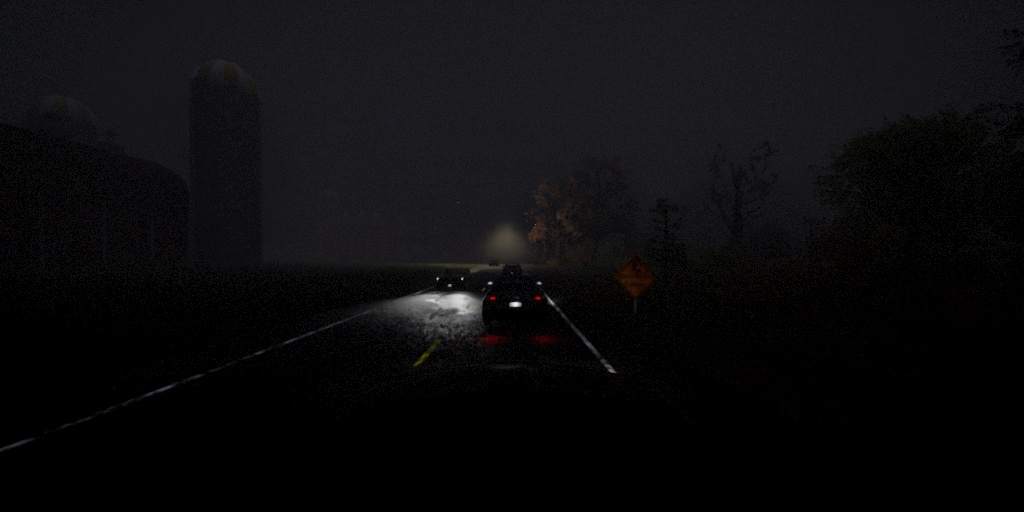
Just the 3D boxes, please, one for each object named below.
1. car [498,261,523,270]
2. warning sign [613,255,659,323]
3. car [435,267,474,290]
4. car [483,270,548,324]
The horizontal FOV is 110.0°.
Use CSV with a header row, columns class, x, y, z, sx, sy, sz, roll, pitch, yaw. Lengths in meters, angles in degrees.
class,x,y,z,sx,sy,sz,roll,pitch,yaw
car,0.039,1.328,34.473,2.128,1.511,4.902,0,0,1
warning sign,3.548,0.889,10.359,1.300,1.860,1.060,0,0,0
car,-3.593,1.408,22.975,1.895,1.301,4.718,0,0,0
car,0.098,1.343,12.148,1.994,1.385,4.181,0,0,0
